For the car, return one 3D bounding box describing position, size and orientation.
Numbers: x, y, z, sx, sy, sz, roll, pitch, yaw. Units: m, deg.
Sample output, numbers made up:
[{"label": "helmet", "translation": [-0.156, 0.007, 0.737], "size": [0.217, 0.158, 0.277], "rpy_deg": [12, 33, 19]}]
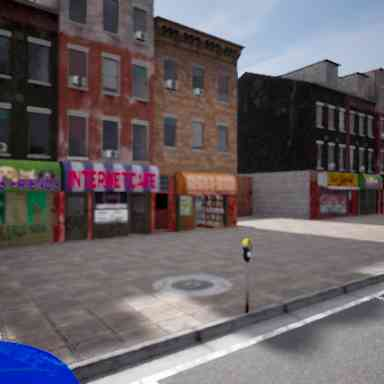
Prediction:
[{"label": "car", "translation": [-2.927, 1.485, 1.185], "size": [5.008, 1.535, 1.882], "rpy_deg": [0, 0, -35]}]
